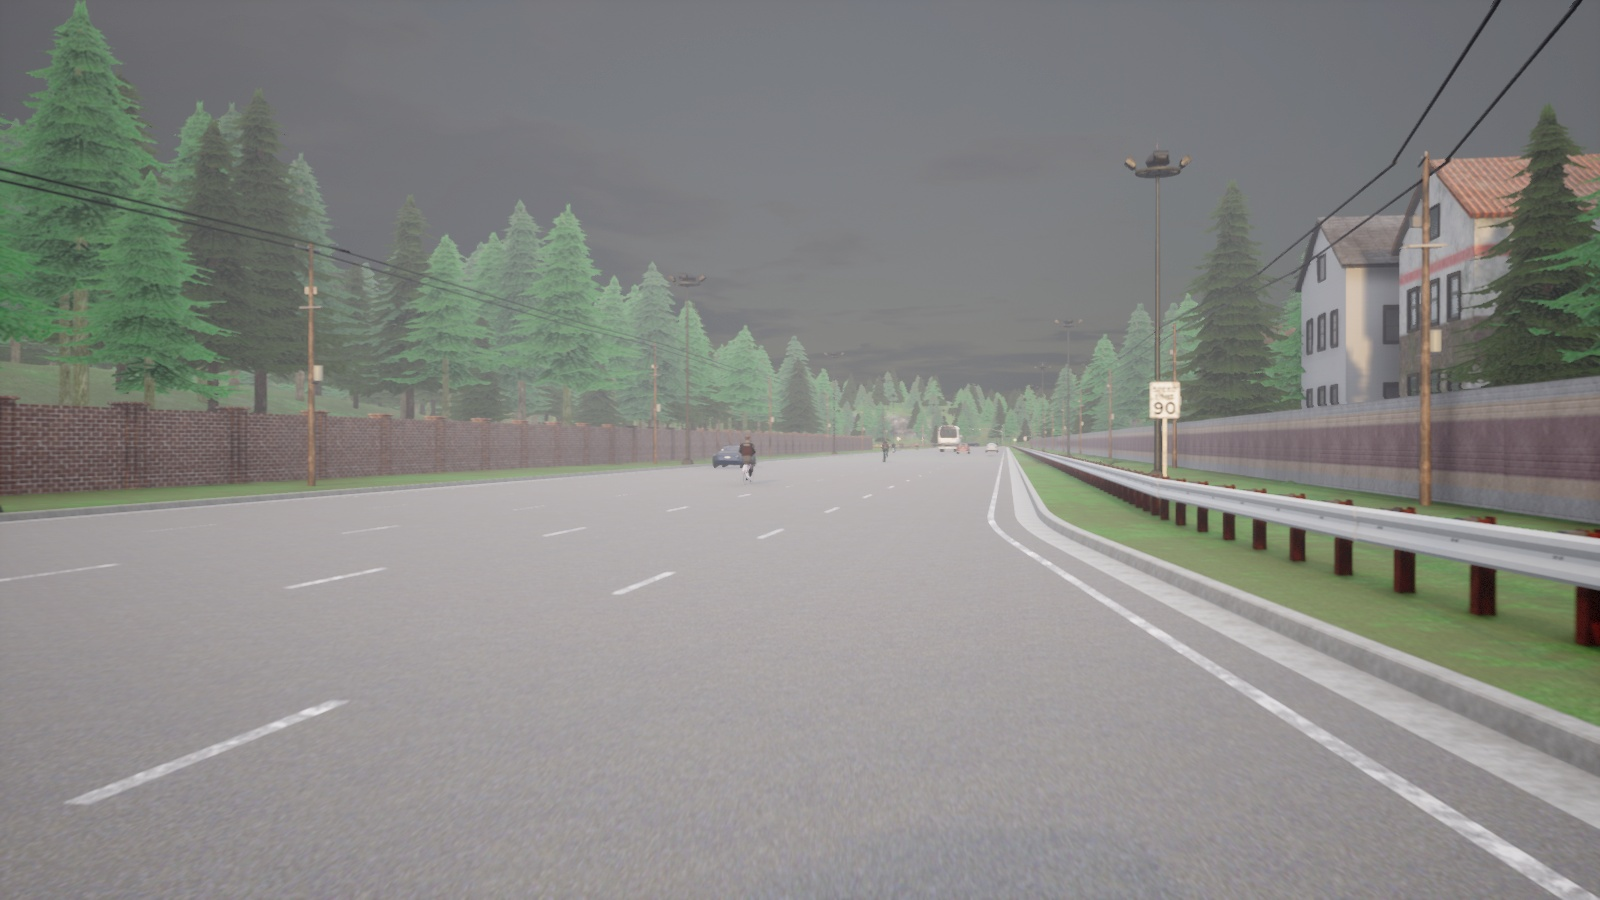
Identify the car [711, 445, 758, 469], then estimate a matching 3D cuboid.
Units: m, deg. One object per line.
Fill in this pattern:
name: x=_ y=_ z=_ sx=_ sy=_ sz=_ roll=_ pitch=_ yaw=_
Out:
car: x=-3.899 y=0.380 z=75.617 sx=1.994 sy=1.385 sz=4.181 roll=0 pitch=0 yaw=9
